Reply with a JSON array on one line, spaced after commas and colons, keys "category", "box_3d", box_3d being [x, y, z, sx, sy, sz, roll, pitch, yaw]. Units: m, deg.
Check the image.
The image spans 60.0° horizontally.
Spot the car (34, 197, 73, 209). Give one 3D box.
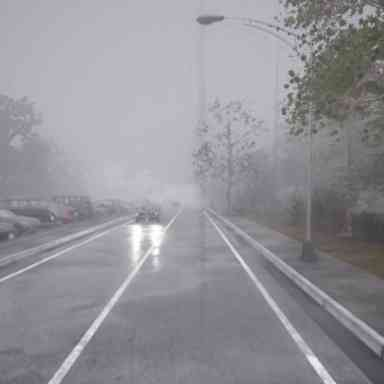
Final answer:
[{"category": "car", "box_3d": [-23.354, 1.818, 56.282, 5.566, 2.045, 2.435, 0, -1, 0]}]

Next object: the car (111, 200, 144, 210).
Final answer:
[{"category": "car", "box_3d": [-10.274, 2.049, 53.410, 4.792, 1.488, 2.163, 0, -1, 0]}]

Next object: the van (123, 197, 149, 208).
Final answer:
[{"category": "van", "box_3d": [-10.416, 1.939, 61.742, 4.442, 1.987, 1.878, 0, -1, 0]}]

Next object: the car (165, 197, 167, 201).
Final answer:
[{"category": "car", "box_3d": [-10.315, 2.556, 89.488, 5.566, 2.045, 2.435, 0, -1, 0]}]

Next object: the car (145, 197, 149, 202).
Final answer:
[{"category": "car", "box_3d": [-10.273, 2.097, 56.186, 4.792, 1.488, 2.163, 0, -1, 0]}]

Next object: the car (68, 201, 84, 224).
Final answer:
[{"category": "car", "box_3d": [-10.347, 1.546, 22.902, 4.792, 1.488, 2.163, 0, -1, 0]}]

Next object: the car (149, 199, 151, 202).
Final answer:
[{"category": "car", "box_3d": [-10.272, 2.146, 58.961, 4.792, 1.488, 2.163, 0, -1, 0]}]

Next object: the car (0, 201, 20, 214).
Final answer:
[{"category": "car", "box_3d": [-23.387, 1.819, 39.658, 4.674, 1.452, 2.002, 0, -1, 0]}]

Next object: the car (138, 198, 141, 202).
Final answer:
[{"category": "car", "box_3d": [-10.312, 1.923, 47.859, 4.892, 1.521, 2.231, 0, -1, 0]}]

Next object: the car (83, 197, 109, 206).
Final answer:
[{"category": "car", "box_3d": [-23.399, 2.339, 81.200, 5.566, 2.045, 2.435, 0, -2, 0]}]

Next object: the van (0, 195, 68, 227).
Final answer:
[{"category": "van", "box_3d": [-10.202, 1.286, 20.120, 4.442, 1.987, 1.878, 0, 0, 0]}]

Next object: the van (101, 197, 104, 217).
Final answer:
[{"category": "van", "box_3d": [-10.198, 1.357, 28.432, 4.442, 1.987, 1.878, 0, -1, 0]}]

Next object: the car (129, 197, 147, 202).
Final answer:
[{"category": "car", "box_3d": [-10.119, 1.968, 50.634, 5.366, 1.575, 1.946, 0, -1, 0]}]

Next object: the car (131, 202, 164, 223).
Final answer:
[{"category": "car", "box_3d": [-3.355, 1.722, 26.854, 1.895, 1.301, 4.718, 0, -1, 0]}]

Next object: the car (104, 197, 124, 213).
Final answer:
[{"category": "car", "box_3d": [-10.280, 1.603, 36.758, 4.553, 1.767, 2.185, 0, -1, 0]}]

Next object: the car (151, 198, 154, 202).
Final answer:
[{"category": "car", "box_3d": [-10.328, 2.243, 64.513, 4.792, 1.488, 2.163, 0, -1, 0]}]

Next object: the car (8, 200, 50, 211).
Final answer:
[{"category": "car", "box_3d": [-23.380, 1.924, 47.967, 5.008, 1.535, 2.097, 0, -1, 0]}]

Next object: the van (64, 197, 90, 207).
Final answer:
[{"category": "van", "box_3d": [-23.268, 2.040, 67.375, 4.442, 1.987, 1.878, 0, -1, 0]}]

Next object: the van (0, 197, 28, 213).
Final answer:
[{"category": "van", "box_3d": [-23.505, 1.600, 42.306, 4.442, 1.987, 1.878, 0, -1, 0]}]

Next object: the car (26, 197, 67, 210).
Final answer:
[{"category": "car", "box_3d": [-23.355, 1.770, 53.512, 5.566, 2.045, 2.435, 0, -1, 0]}]

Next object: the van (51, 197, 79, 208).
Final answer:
[{"category": "van", "box_3d": [-23.496, 1.940, 61.820, 4.442, 1.987, 1.878, 0, -1, 0]}]

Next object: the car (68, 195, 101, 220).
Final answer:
[{"category": "car", "box_3d": [-10.345, 1.283, 25.657, 5.566, 2.045, 2.435, 0, -1, 0]}]

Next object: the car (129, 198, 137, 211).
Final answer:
[{"category": "car", "box_3d": [-10.123, 1.822, 42.307, 5.366, 1.575, 1.946, 0, -1, 0]}]

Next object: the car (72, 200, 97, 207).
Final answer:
[{"category": "car", "box_3d": [-23.403, 2.407, 72.761, 4.792, 1.488, 2.163, 0, -1, 0]}]

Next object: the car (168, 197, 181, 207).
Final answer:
[{"category": "car", "box_3d": [-3.333, 2.337, 68.584, 2.033, 1.411, 5.357, 0, -1, 0]}]

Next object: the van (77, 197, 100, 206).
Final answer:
[{"category": "van", "box_3d": [-23.490, 2.219, 75.537, 4.442, 1.987, 1.878, 0, -1, 0]}]

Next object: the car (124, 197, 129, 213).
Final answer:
[{"category": "car", "box_3d": [-10.279, 1.651, 39.534, 4.553, 1.767, 2.185, 0, -1, 0]}]

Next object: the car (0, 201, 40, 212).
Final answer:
[{"category": "car", "box_3d": [-23.390, 1.914, 45.072, 4.674, 1.452, 2.002, 0, -1, 0]}]

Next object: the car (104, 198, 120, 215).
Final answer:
[{"category": "car", "box_3d": [-10.307, 1.680, 33.980, 5.008, 1.535, 2.097, 0, -1, 0]}]

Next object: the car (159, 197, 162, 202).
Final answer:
[{"category": "car", "box_3d": [-10.108, 2.440, 75.484, 5.366, 1.575, 1.946, 0, -2, 0]}]

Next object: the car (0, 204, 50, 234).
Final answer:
[{"category": "car", "box_3d": [-10.323, 1.548, 17.344, 4.674, 1.452, 2.002, 0, 0, 0]}]

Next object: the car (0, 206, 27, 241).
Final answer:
[{"category": "car", "box_3d": [-10.291, 1.534, 14.566, 4.792, 1.488, 2.163, 0, 0, 0]}]

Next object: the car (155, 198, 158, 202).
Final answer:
[{"category": "car", "box_3d": [-10.290, 2.320, 70.066, 4.892, 1.521, 2.231, 0, -1, 0]}]

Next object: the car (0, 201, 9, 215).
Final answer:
[{"category": "car", "box_3d": [-23.385, 1.731, 36.888, 5.008, 1.535, 2.097, 0, -1, 0]}]

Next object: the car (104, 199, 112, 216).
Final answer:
[{"category": "car", "box_3d": [-10.316, 1.672, 31.204, 4.674, 1.452, 2.002, 0, -1, 0]}]

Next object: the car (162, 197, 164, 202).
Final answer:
[{"category": "car", "box_3d": [-10.105, 2.586, 81.156, 5.366, 1.575, 1.946, 0, -2, 0]}]

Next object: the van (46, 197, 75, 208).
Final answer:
[{"category": "van", "box_3d": [-23.264, 1.892, 59.050, 4.442, 1.987, 1.878, 0, -1, 0]}]

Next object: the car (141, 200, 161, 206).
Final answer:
[{"category": "car", "box_3d": [-10.296, 2.663, 83.931, 4.892, 1.521, 2.231, 0, -1, 0]}]
